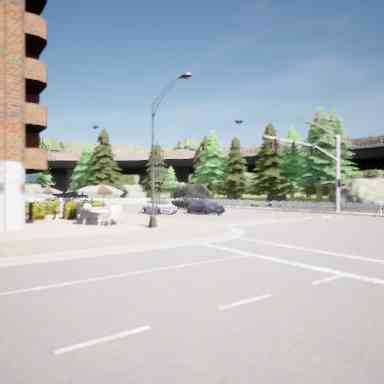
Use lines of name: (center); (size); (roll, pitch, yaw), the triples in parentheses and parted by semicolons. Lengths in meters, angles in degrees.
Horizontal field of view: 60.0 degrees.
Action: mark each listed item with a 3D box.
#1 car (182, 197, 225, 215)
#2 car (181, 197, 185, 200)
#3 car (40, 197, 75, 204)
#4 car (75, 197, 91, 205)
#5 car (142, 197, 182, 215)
car: (1.295, 1.481, 32.308); (1.994, 1.385, 4.181); (0, 0, -36)
car: (-1.214, 1.403, 42.058); (2.128, 1.511, 4.902); (0, 0, -39)
car: (-19.599, 1.453, 47.253); (4.674, 1.442, 1.812); (0, 0, 18)
car: (-17.189, 1.470, 50.032); (5.357, 1.411, 2.033); (0, 0, 21)
car: (-3.266, 1.447, 32.692); (1.812, 1.442, 4.674); (0, 0, -36)
